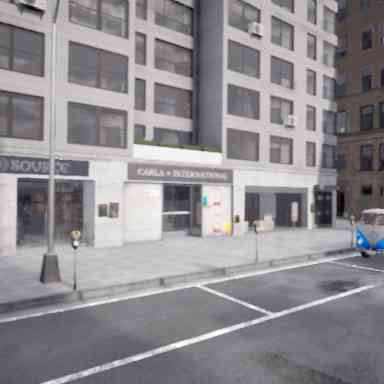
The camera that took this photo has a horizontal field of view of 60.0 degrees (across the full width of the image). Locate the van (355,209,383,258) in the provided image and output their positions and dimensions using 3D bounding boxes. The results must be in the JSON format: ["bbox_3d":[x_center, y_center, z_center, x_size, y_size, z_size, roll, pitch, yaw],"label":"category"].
[{"bbox_3d":[7.627,1.497,12.202,3.998,1.788,1.690,1,0,-35],"label":"van"}]
